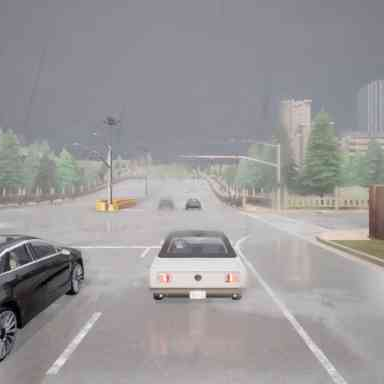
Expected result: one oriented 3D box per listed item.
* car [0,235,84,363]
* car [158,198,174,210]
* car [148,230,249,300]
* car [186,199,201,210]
[{"bbox_3d":[-3.389,1.492,5.796,2.128,1.511,4.902,0,0,0],"label":"car"},{"bbox_3d":[-3.322,1.505,43.726,1.837,1.490,4.892,0,0,0],"label":"car"},{"bbox_3d":[0.114,1.601,8.331,1.895,1.301,4.718,0,0,0],"label":"car"},{"bbox_3d":[0.180,1.564,43.897,1.994,1.385,4.181,0,0,0],"label":"car"}]
